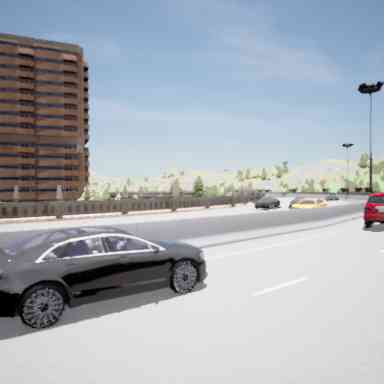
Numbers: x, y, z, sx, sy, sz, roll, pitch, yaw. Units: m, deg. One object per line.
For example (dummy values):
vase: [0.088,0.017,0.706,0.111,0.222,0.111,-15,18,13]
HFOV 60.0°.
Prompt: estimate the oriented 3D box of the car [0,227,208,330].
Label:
car: [-1.864,1.490,6.986,4.902,1.511,2.128,-1,0,-38]

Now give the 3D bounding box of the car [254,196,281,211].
car: [8.985,1.306,39.256,1.882,1.535,5.008,0,0,33]

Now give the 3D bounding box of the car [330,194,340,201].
car: [28.201,1.156,66.637,1.994,1.385,4.181,0,0,13]

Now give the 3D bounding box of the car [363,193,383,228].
car: [12.014,1.076,19.894,2.150,2.045,5.566,0,0,42]

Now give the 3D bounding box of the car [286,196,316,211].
car: [12.727,1.292,38.629,2.128,1.511,4.902,0,0,32]

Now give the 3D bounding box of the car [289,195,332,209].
car: [10.344,1.322,29.186,1.882,1.535,5.008,0,0,38]
